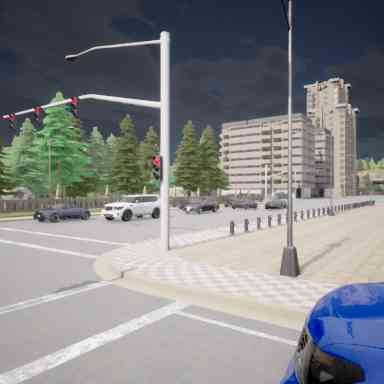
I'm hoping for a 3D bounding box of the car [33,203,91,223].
[{"bbox_3d":[-9.999,1.564,25.809,1.994,1.385,4.181,0,0,35],"label":"car"}]

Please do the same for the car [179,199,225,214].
[{"bbox_3d":[1.058,1.491,35.283,2.128,1.511,4.902,0,0,36],"label":"car"}]

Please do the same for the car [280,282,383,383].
[{"bbox_3d":[3.299,1.221,1.613,5.566,2.045,2.150,0,0,36],"label":"car"}]

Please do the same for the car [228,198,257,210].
[{"bbox_3d":[6.884,1.564,43.426,1.994,1.385,4.181,0,0,36],"label":"car"}]

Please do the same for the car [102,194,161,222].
[{"bbox_3d":[-4.706,1.221,27.203,2.150,2.045,5.566,0,0,35],"label":"car"}]

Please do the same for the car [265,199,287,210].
[{"bbox_3d":[11.091,1.564,42.989,1.994,1.385,4.181,0,0,35],"label":"car"}]

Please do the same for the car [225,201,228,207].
[{"bbox_3d":[6.465,1.564,48.835,1.994,1.385,4.181,0,0,36],"label":"car"}]

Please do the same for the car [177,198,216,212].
[{"bbox_3d":[0.641,1.547,40.726,2.033,1.411,5.357,0,0,36],"label":"car"}]
